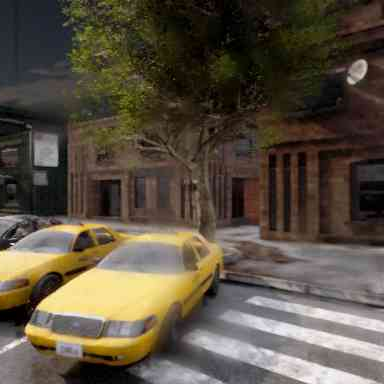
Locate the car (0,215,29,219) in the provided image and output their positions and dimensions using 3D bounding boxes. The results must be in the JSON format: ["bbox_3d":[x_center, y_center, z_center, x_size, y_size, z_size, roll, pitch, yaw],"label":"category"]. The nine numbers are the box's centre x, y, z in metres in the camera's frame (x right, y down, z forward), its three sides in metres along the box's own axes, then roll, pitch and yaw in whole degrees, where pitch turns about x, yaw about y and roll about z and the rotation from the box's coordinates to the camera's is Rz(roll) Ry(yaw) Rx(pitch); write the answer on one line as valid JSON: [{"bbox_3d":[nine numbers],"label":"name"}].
[{"bbox_3d":[-5.496,1.494,10.023,2.231,1.521,4.892,1,-1,16],"label":"car"}]

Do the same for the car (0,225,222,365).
[{"bbox_3d":[-0.665,1.483,6.349,1.946,1.575,5.366,1,-1,16],"label":"car"}]

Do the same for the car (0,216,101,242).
[{"bbox_3d":[-3.109,1.485,8.093,1.946,1.575,5.366,0,-1,16],"label":"car"}]
